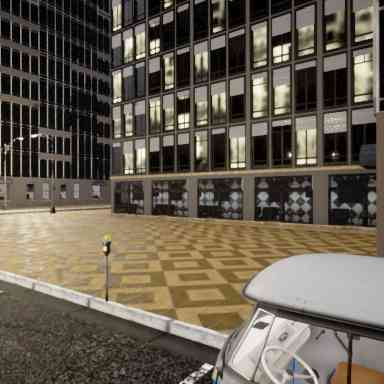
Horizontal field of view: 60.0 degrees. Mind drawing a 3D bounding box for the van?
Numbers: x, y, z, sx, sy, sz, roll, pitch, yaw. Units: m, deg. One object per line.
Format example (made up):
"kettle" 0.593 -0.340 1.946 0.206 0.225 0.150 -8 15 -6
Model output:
"van" 1.918 1.341 1.510 3.998 1.788 1.690 0 0 35
